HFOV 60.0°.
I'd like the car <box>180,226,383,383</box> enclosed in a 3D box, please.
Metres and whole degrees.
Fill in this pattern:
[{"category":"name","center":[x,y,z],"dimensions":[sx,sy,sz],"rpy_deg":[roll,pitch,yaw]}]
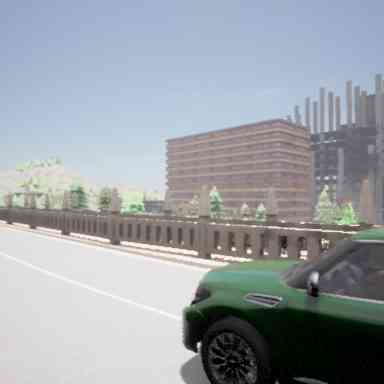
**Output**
[{"category":"car","center":[2.463,1.337,3.462],"dimensions":[5.566,2.045,2.150],"rpy_deg":[-1,-2,38]}]
